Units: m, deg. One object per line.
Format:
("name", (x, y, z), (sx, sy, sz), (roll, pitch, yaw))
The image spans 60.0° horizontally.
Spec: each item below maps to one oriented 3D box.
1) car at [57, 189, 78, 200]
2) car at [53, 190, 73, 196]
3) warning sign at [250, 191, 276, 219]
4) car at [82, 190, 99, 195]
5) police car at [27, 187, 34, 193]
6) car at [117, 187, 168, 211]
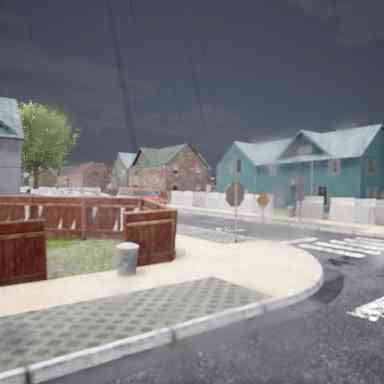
("car", (-19.629, 0.366, 52.282), (1.812, 1.442, 4.674), (1, 1, -35))
("car", (-16.771, 0.592, 43.472), (1.895, 1.301, 4.718), (1, 1, -35))
("warning sign", (4.767, 0.840, 22.361), (1.300, 1.860, 1.060), (-1, 0, -35))
("car", (-13.530, 0.546, 43.799), (1.882, 1.535, 5.008), (1, 1, -35))
("police car", (-39.485, -0.483, 81.808), (1.930, 1.638, 5.238), (1, 1, -35))
("car", (-3.961, 0.698, 25.394), (2.150, 2.045, 5.566), (1, 1, -35))
